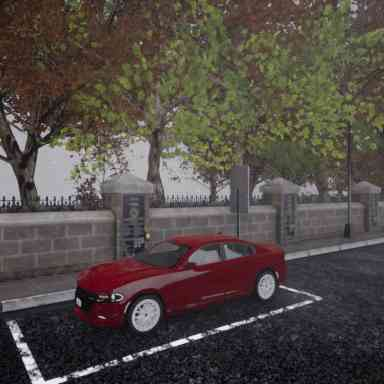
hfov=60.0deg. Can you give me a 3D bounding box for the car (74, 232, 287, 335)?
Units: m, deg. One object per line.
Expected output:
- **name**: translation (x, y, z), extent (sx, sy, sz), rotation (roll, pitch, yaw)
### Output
- **car**: translation (-0.012, 1.545, 6.711), extent (4.507, 1.381, 1.887), rotation (0, 0, -36)

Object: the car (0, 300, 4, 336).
- **car**: translation (-4.490, 1.551, 3.449), extent (4.403, 1.369, 2.008), rotation (0, 0, -36)
